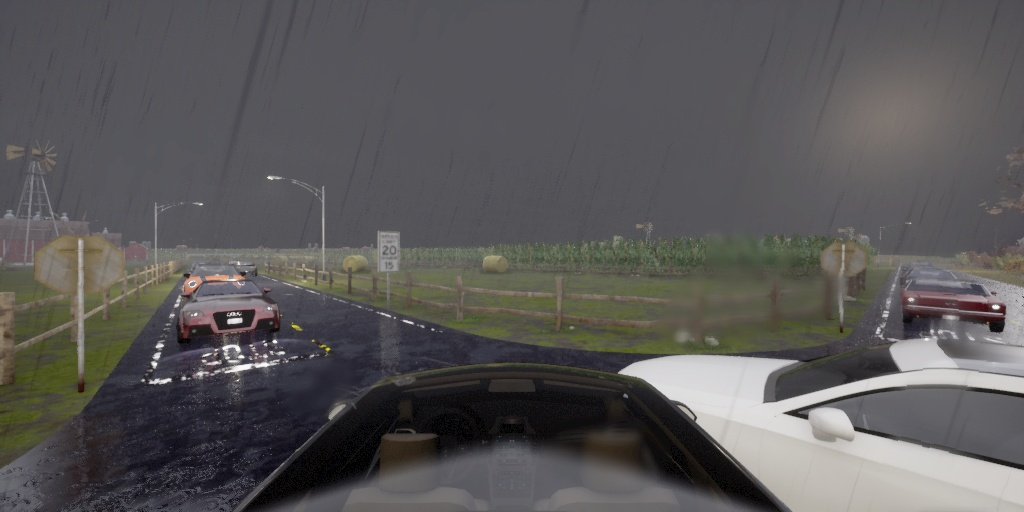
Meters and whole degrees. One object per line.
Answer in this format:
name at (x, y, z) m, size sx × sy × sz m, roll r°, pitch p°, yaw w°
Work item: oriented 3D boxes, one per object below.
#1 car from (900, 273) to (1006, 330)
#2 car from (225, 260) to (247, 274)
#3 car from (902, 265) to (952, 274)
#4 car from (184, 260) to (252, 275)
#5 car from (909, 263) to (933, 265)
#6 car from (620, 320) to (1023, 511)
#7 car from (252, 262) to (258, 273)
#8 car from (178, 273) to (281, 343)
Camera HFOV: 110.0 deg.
car at (13.600, 1.389, 11.251) m, size 4.718 × 1.301 × 1.895 m, roll 0°, pitch 1°, yaw -43°
car at (-33.381, 1.281, 43.300) m, size 1.837 × 1.490 × 4.892 m, roll 0°, pitch 0°, yaw -41°
car at (20.727, 1.348, 17.761) m, size 5.357 × 1.411 × 2.033 m, roll 0°, pitch 1°, yaw -42°
car at (-13.596, 1.132, 16.463) m, size 2.097 × 1.767 × 4.553 m, roll 0°, pitch 0°, yaw -41°
car at (27.528, 1.380, 23.965) m, size 4.181 × 1.385 × 1.994 m, roll 0°, pitch 1°, yaw -42°
car at (2.853, 1.293, 2.269) m, size 1.812 × 1.442 × 4.674 m, roll 0°, pitch 1°, yaw -43°
car at (-26.716, 1.264, 35.792) m, size 2.128 × 1.511 × 4.902 m, roll 0°, pitch 0°, yaw -41°
car at (-7.869, 1.351, 9.937) m, size 1.994 × 1.385 × 4.181 m, roll 0°, pitch 0°, yaw -42°
